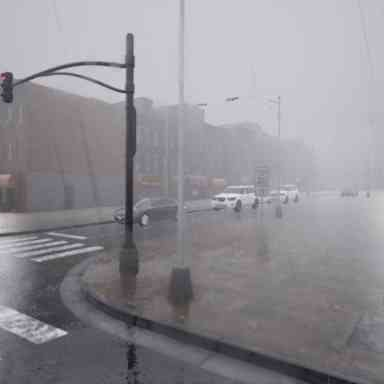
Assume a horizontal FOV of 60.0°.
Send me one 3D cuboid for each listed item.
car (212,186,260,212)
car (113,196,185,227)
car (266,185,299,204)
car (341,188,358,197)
[{"bbox_3d":[3.836,0.493,28.089,2.150,2.045,5.566,0,2,35],"label":"car"},{"bbox_3d":[-2.371,1.052,19.401,1.837,1.490,4.892,0,2,36],"label":"car"},{"bbox_3d":[10.109,0.227,36.848,2.150,2.045,5.566,0,2,35],"label":"car"},{"bbox_3d":[24.949,0.091,52.562,2.033,1.411,5.357,0,2,35],"label":"car"}]
